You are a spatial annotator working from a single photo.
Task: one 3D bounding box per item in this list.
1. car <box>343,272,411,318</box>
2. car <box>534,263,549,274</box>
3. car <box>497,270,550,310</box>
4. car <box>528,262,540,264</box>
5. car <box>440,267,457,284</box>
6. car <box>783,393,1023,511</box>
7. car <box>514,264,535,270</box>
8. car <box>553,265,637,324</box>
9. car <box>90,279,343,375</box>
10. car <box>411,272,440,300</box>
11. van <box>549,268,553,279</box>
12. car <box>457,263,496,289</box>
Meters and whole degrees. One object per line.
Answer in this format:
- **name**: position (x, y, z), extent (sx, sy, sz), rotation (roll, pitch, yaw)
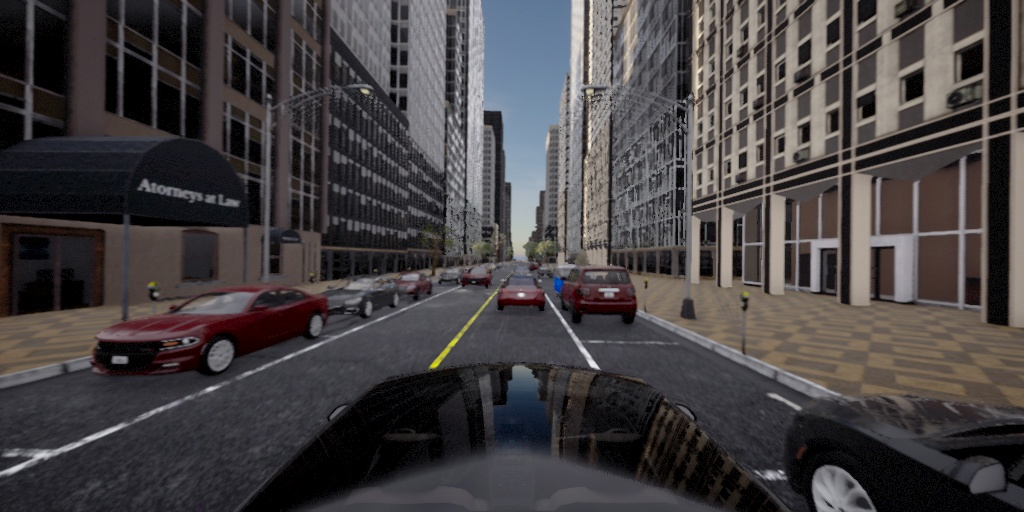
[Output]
- **car**: position (-5.471, 1.374, 13.117), extent (2.007, 1.370, 4.403), rotation (0, 0, 2)
- **car**: position (3.672, 1.873, 41.295), extent (2.007, 1.370, 4.403), rotation (0, 0, 2)
- **car**: position (0.410, 1.507, 15.941), extent (1.994, 1.385, 4.181), rotation (1, -1, 2)
- **car**: position (4.284, 1.944, 64.020), extent (2.192, 1.841, 5.009), rotation (0, 0, 2)
- **car**: position (-5.012, 1.605, 30.161), extent (2.007, 1.370, 4.403), rotation (0, 0, 2)
- **car**: position (3.048, 1.285, 0.872), extent (1.837, 1.490, 4.892), rotation (1, -1, 2)
- **car**: position (0.920, 1.750, 35.072), extent (2.033, 1.411, 5.357), rotation (1, -1, 2)
- **car**: position (2.906, 1.253, 12.890), extent (2.192, 1.841, 5.009), rotation (0, 0, 2)
- **car**: position (-5.624, 1.292, 7.436), extent (1.888, 1.381, 4.507), rotation (0, 0, 2)
- **car**: position (-5.318, 1.483, 18.798), extent (1.802, 1.307, 4.207), rotation (0, 0, 2)
- **van**: position (3.059, 1.356, 18.571), extent (1.690, 1.789, 3.998), rotation (0, 0, 2)
- **car**: position (-2.492, 1.521, 26.610), extent (1.882, 1.535, 5.008), rotation (1, -1, 2)
